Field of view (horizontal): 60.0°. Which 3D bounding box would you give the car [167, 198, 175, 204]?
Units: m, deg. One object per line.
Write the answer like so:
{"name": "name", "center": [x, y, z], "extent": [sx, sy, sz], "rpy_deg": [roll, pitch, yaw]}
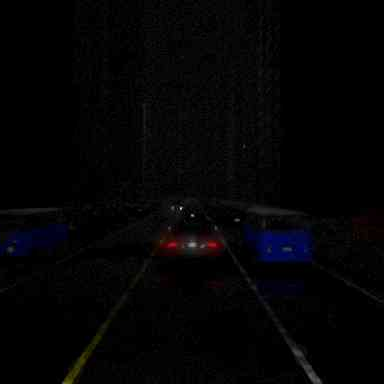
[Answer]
{"name": "car", "center": [-5.649, 2.389, 90.067], "extent": [1.967, 1.590, 4.097], "rpy_deg": [0, -1, 0]}

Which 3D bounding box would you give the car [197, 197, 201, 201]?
{"name": "car", "center": [2.862, 2.139, 78.852], "extent": [2.192, 1.841, 5.009], "rpy_deg": [0, -1, 0]}

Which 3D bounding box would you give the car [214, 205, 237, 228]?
{"name": "car", "center": [2.792, 1.794, 22.761], "extent": [1.947, 1.339, 4.313], "rpy_deg": [0, -1, 0]}

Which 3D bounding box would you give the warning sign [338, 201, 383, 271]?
{"name": "warning sign", "center": [5.077, 1.210, 9.535], "extent": [1.300, 1.860, 1.060], "rpy_deg": [0, -1, 0]}

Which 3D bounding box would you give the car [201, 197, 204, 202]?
{"name": "car", "center": [2.827, 1.959, 50.807], "extent": [1.967, 1.590, 4.097], "rpy_deg": [0, -1, 0]}

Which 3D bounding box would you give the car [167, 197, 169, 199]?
{"name": "car", "center": [-5.677, 2.251, 67.629], "extent": [2.008, 1.369, 4.403], "rpy_deg": [0, -1, 0]}

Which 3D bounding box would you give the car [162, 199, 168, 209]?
{"name": "car", "center": [-5.691, 2.145, 56.411], "extent": [1.947, 1.339, 4.313], "rpy_deg": [0, -1, 0]}

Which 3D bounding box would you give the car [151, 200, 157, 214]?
{"name": "car", "center": [-5.712, 1.954, 39.584], "extent": [2.008, 1.369, 4.403], "rpy_deg": [0, -1, 0]}

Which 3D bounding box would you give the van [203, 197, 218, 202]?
{"name": "van", "center": [2.820, 1.802, 45.199], "extent": [1.690, 1.788, 3.998], "rpy_deg": [0, -1, 0]}

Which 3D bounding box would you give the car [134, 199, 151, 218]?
{"name": "car", "center": [-5.719, 1.785, 33.976], "extent": [1.967, 1.590, 4.097], "rpy_deg": [0, -1, 0]}

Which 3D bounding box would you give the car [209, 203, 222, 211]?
{"name": "car", "center": [2.799, 1.852, 28.370], "extent": [1.947, 1.339, 4.313], "rpy_deg": [0, -1, 0]}

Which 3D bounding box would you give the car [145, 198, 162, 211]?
{"name": "car", "center": [-5.705, 1.776, 45.195], "extent": [2.192, 1.841, 5.009], "rpy_deg": [0, -1, 0]}

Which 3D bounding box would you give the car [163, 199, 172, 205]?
{"name": "car", "center": [-5.663, 2.348, 78.678], "extent": [1.752, 1.417, 4.829], "rpy_deg": [0, -1, 0]}

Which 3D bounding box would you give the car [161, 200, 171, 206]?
{"name": "car", "center": [-5.670, 2.344, 73.238], "extent": [1.802, 1.307, 4.206], "rpy_deg": [0, -1, 0]}

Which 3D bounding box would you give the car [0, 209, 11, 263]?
{"name": "car", "center": [-5.753, 1.375, 5.931], "extent": [2.192, 1.841, 5.009], "rpy_deg": [0, -1, 0]}

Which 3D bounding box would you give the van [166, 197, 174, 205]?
{"name": "van", "center": [-5.656, 2.228, 84.459], "extent": [1.690, 1.788, 3.998], "rpy_deg": [0, -1, 0]}

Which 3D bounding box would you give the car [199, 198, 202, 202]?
{"name": "car", "center": [2.841, 2.205, 62.023], "extent": [1.947, 1.339, 4.313], "rpy_deg": [0, -1, 0]}

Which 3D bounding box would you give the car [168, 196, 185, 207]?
{"name": "car", "center": [-2.935, 2.029, 65.416], "extent": [2.097, 1.767, 4.553], "rpy_deg": [0, -1, 0]}

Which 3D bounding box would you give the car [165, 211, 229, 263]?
{"name": "car", "center": [0.027, 1.673, 12.534], "extent": [2.033, 1.411, 5.357], "rpy_deg": [0, -1, 0]}

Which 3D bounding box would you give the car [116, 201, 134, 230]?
{"name": "car", "center": [-5.733, 1.544, 22.758], "extent": [2.192, 1.841, 5.009], "rpy_deg": [0, -1, 0]}

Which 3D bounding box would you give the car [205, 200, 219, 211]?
{"name": "car", "center": [2.813, 1.947, 39.588], "extent": [1.887, 1.381, 4.507], "rpy_deg": [0, -1, 0]}

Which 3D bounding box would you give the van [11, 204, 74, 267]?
{"name": "van", "center": [-5.747, 1.457, 11.539], "extent": [1.690, 1.788, 3.998], "rpy_deg": [0, -1, 0]}

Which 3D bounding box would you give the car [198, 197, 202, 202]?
{"name": "car", "center": [2.855, 2.344, 73.240], "extent": [1.802, 1.307, 4.206], "rpy_deg": [0, -1, 0]}

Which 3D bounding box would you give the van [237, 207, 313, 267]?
{"name": "van", "center": [2.779, 1.456, 11.546], "extent": [1.690, 1.788, 3.998], "rpy_deg": [0, -1, 0]}

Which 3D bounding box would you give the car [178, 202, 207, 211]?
{"name": "car", "center": [0.058, 1.852, 28.544], "extent": [1.994, 1.385, 4.181], "rpy_deg": [0, -1, 1]}

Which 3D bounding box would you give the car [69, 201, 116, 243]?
{"name": "car", "center": [-5.740, 1.487, 17.150], "extent": [2.192, 1.841, 5.009], "rpy_deg": [0, -1, 0]}
